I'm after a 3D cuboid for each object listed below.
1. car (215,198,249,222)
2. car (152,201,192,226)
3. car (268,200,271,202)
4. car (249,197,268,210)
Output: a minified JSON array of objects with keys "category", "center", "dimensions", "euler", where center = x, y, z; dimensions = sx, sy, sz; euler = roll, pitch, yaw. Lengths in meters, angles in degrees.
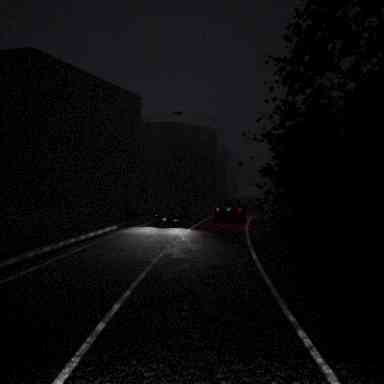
[{"category":"car","center":[3.057,1.280,25.899],"dimensions":[2.097,1.767,4.553],"euler":[1,0,12]},{"category":"car","center":[-1.214,1.380,22.252],"dimensions":[1.837,1.490,4.892],"euler":[1,0,11]},{"category":"car","center":[12.979,1.605,61.064],"dimensions":[1.895,1.301,4.718],"euler":[3,1,30]},{"category":"car","center":[7.918,1.458,42.198],"dimensions":[2.128,1.511,4.902],"euler":[2,0,20]}]
